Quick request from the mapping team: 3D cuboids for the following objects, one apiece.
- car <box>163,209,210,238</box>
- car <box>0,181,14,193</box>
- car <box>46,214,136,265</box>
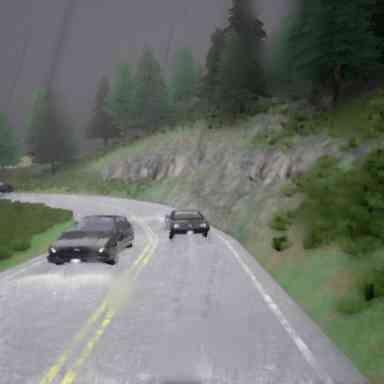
[{"bbox_3d":[-0.436,1.530,17.355,1.895,1.301,4.718,-1,1,-9],"label":"car"},{"bbox_3d":[-21.576,-0.460,35.186,5.008,1.535,1.882,0,4,1],"label":"car"},{"bbox_3d":[-3.241,1.532,11.912,2.033,1.411,5.357,0,0,0],"label":"car"}]
